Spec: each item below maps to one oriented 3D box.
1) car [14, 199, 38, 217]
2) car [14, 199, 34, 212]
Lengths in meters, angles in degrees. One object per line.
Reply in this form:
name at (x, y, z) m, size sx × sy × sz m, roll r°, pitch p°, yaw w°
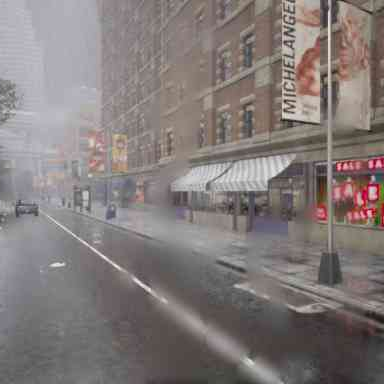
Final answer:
car at (-15.665, 1.492, 31.516) m, size 2.128 × 1.511 × 4.902 m, roll 0°, pitch 0°, yaw -28°
car at (-20.250, 1.547, 40.113) m, size 2.033 × 1.411 × 5.357 m, roll 0°, pitch 0°, yaw -27°
